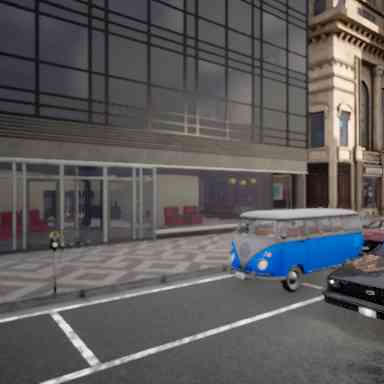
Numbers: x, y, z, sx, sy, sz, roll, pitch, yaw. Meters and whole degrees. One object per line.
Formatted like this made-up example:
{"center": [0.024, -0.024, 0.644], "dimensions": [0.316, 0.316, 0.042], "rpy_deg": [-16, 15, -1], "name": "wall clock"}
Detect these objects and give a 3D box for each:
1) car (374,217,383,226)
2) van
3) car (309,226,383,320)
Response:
{"center": [7.348, 1.538, 11.897], "dimensions": [4.507, 1.381, 1.887], "rpy_deg": [0, 0, -36], "name": "car"}
{"center": [2.787, 1.337, 8.643], "dimensions": [3.998, 1.788, 1.690], "rpy_deg": [0, 0, -36], "name": "van"}
{"center": [5.001, 1.544, 6.875], "dimensions": [5.357, 1.411, 2.033], "rpy_deg": [0, 0, -35], "name": "car"}
